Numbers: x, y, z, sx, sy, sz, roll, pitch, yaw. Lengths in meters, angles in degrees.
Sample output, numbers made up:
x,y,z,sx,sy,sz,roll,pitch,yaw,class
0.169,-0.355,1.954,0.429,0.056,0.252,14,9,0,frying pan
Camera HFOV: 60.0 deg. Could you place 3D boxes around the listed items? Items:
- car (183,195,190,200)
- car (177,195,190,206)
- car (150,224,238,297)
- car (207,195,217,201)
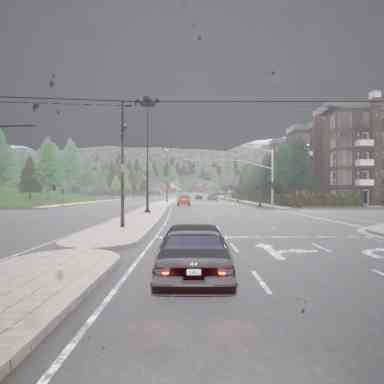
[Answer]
x,y,z,sx,sy,sz,roll,pitch,yaw,class
-1.548,1.524,95.484,1.812,1.442,4.674,0,0,0,car
-1.359,1.352,54.481,2.097,1.767,4.553,0,0,-1,car
0.042,1.547,8.736,2.033,1.411,5.357,0,0,0,car
5.475,1.539,85.353,2.033,1.411,5.357,0,0,0,car
